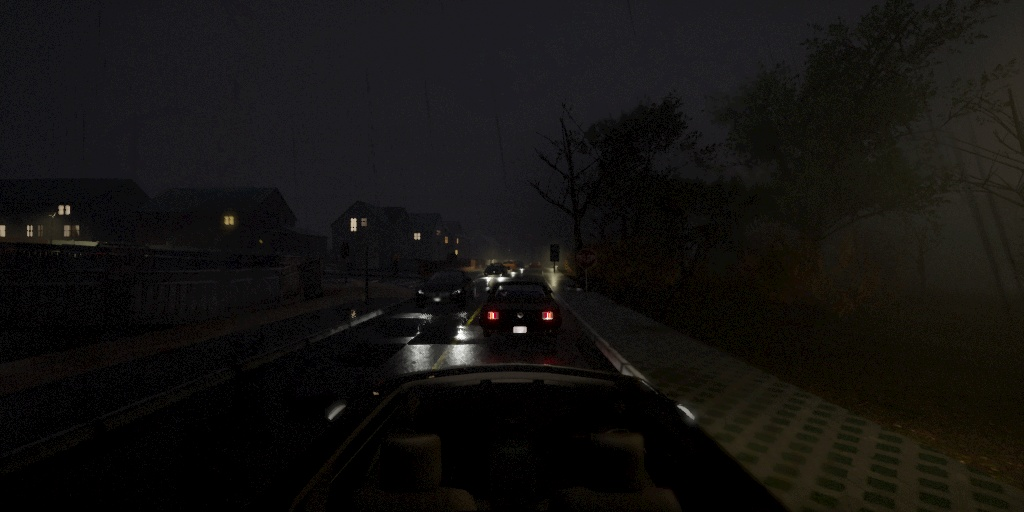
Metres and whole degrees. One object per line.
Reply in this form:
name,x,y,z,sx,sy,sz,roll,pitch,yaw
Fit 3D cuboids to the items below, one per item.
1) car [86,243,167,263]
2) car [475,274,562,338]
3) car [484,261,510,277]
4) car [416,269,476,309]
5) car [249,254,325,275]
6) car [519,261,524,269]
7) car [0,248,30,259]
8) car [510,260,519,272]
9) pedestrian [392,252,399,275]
car,-24.104,0.016,22.740,4.553,1.767,2.097,3,0,1
car,0.215,1.357,10.192,1.895,1.301,4.718,0,0,1
car,-1.601,1.373,36.238,1.994,1.385,4.181,0,0,3
car,-2.621,1.290,15.131,1.812,1.442,4.674,0,0,1
car,-14.272,0.655,22.534,4.674,1.442,1.812,3,0,1
car,1.136,1.521,63.902,1.812,1.442,4.674,0,-1,7
car,-34.093,-0.331,22.949,5.008,1.535,1.882,3,0,1
car,-0.483,1.359,49.471,1.882,1.535,5.008,0,-1,6
pedestrian,-9.172,0.552,28.297,0.375,1.860,0.375,0,-3,1
